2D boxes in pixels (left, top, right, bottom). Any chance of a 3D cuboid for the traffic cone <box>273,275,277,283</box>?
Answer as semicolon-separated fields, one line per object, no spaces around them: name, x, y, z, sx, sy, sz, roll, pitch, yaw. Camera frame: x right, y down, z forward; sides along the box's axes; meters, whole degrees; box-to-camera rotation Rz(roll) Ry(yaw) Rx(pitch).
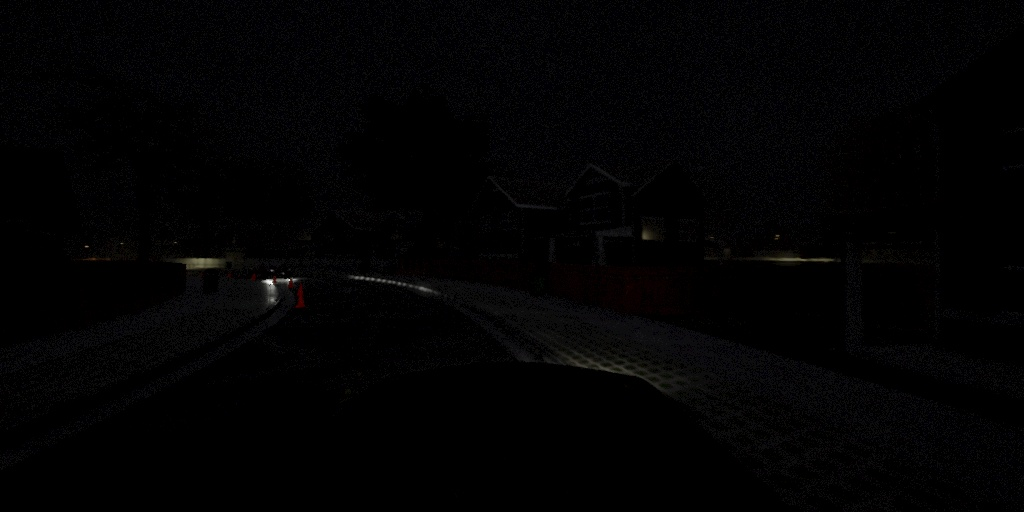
traffic cone;-16.587;1.605;25.078;0.340;0.580;0.340;0;0;43

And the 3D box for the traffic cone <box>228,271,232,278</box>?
traffic cone;-24.144;1.592;30.683;0.340;0.580;0.340;0;0;30

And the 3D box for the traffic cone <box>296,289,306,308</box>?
traffic cone;-8.136;1.666;13.826;0.340;0.580;0.340;0;0;-27

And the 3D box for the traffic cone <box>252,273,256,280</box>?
traffic cone;-20.204;1.595;28.098;0.340;0.580;0.340;0;0;37

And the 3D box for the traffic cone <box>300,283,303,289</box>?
traffic cone;-10.513;1.642;17.894;0.340;0.580;0.340;0;0;-34

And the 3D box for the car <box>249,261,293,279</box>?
car;-20.647;1.142;30.593;4.674;1.442;1.812;0;1;34

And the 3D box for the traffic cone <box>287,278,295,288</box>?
traffic cone;-13.342;1.620;21.661;0.340;0.580;0.340;0;0;-40

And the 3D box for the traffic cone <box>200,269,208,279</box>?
traffic cone;-28.386;1.595;32.815;0.340;0.580;0.340;0;0;24
